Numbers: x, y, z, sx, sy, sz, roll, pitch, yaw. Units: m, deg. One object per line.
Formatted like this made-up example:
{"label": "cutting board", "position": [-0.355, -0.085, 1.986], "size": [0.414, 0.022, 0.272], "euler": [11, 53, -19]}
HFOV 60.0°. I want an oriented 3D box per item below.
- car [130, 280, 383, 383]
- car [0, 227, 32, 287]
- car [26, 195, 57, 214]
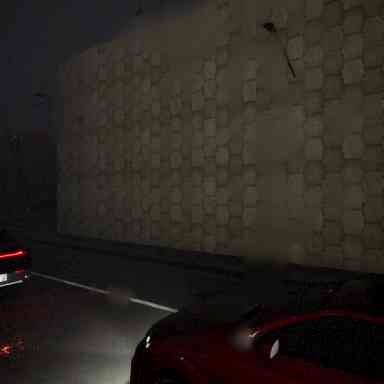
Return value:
{"label": "car", "position": [1.412, 1.564, 2.984], "size": [4.181, 1.385, 1.994], "euler": [0, 0, 36]}
{"label": "car", "position": [-5.839, 1.505, 8.156], "size": [4.892, 1.490, 1.837], "euler": [0, 0, 36]}
{"label": "car", "position": [-12.910, 1.061, 31.021], "size": [2.128, 1.511, 4.902], "euler": [0, 5, 35]}
